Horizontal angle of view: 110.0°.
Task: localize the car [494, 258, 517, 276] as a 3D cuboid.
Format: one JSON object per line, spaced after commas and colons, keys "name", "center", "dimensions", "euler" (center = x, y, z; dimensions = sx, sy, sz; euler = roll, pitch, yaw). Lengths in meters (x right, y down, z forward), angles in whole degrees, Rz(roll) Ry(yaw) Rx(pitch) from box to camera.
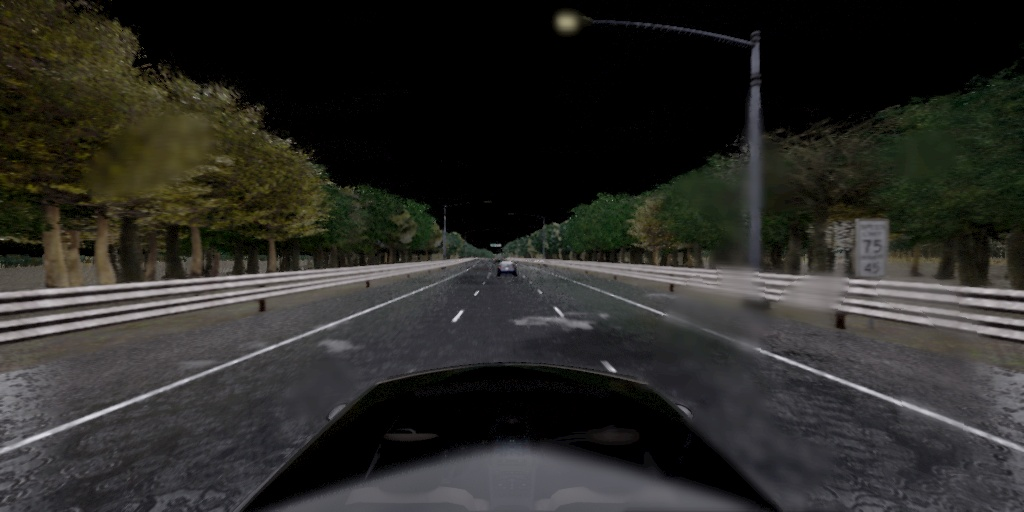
{"name": "car", "center": [-0.555, 1.281, 37.197], "dimensions": [2.163, 1.488, 4.792], "euler": [0, 0, -2]}
